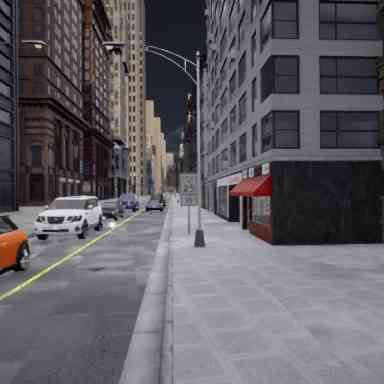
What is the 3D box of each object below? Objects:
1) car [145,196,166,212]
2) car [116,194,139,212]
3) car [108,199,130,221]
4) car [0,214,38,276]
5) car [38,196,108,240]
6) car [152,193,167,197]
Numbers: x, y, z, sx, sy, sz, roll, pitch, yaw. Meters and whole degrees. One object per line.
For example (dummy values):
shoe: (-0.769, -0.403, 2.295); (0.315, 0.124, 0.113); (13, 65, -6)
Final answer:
car: (-4.329, 1.535, 38.772); (1.994, 1.385, 4.181); (-1, 0, -3)
car: (-7.431, 1.220, 38.611); (2.150, 2.045, 5.566); (-1, 0, -3)
car: (-6.851, 1.557, 27.890); (2.033, 1.411, 5.357); (-1, 0, -3)
car: (-5.696, 1.379, 7.808); (2.097, 1.767, 4.553); (-1, 0, -3)
car: (-6.259, 1.240, 17.587); (2.150, 2.045, 5.566); (-1, 0, -3)
car: (-4.968, 1.180, 48.861); (2.150, 2.045, 5.566); (-1, 0, -3)
